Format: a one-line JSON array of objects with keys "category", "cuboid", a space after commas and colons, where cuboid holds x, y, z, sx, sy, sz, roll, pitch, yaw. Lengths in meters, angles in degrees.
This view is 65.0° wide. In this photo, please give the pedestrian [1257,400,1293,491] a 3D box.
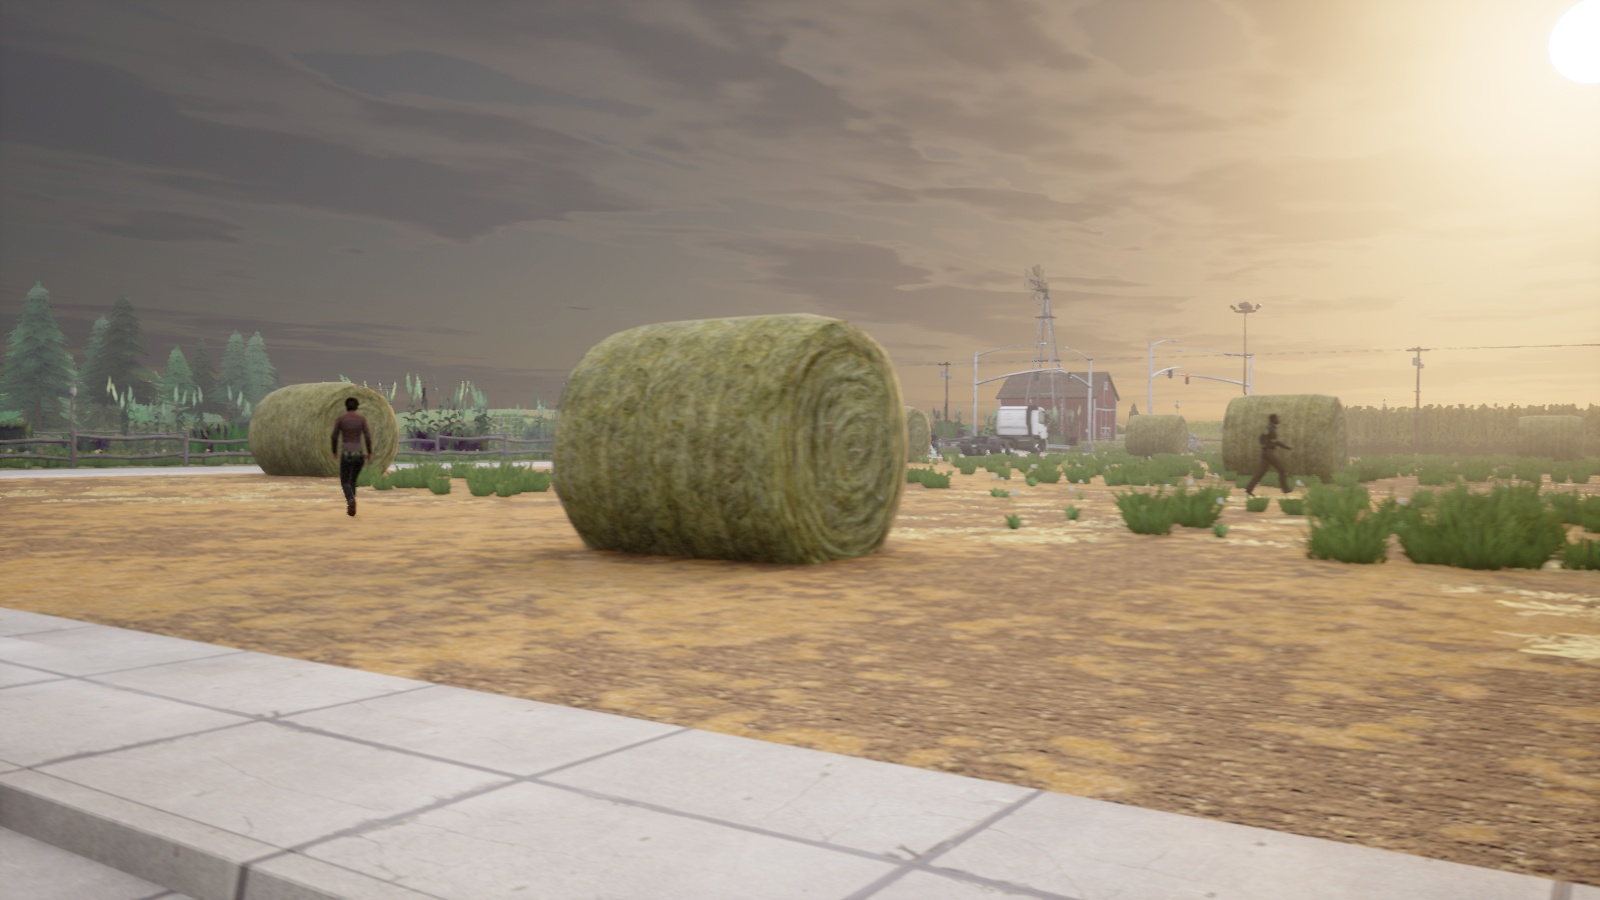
[{"category": "pedestrian", "cuboid": [10.176, -0.103, 26.902, 0.692, 1.930, 0.395, 0, 1, 21]}]

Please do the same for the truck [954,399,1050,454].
[{"category": "truck", "cuboid": [13.460, -1.542, 83.145, 2.891, 3.462, 7.936, 0, 1, 36]}]

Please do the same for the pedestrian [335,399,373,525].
[{"category": "pedestrian", "cuboid": [-6.542, 0.165, 18.412, 0.328, 1.805, 0.869, -1, 1, -31]}]
